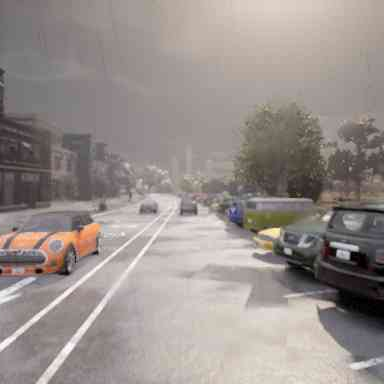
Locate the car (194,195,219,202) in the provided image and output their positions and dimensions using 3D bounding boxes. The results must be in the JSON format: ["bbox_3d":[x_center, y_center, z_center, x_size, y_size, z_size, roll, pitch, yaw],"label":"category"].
[{"bbox_3d":[3.260,1.517,75.042,5.366,1.575,1.946,1,0,-24],"label":"car"}]

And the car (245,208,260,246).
[{"bbox_3d":[4.982,1.542,12.795,5.366,1.575,1.946,1,0,-21],"label":"car"}]

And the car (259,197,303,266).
[{"bbox_3d":[5.161,1.281,9.901,5.566,2.045,2.435,1,0,-21],"label":"car"}]

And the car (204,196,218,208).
[{"bbox_3d":[4.628,1.617,39.465,5.366,1.575,1.946,1,0,-21],"label":"car"}]

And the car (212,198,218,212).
[{"bbox_3d":[4.905,1.646,33.612,4.792,1.488,2.163,1,0,-21],"label":"car"}]

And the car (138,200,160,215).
[{"bbox_3d":[-4.670,1.664,36.752,1.812,1.442,4.674,0,0,0],"label":"car"}]

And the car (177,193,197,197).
[{"bbox_3d":[-0.690,1.483,48.725,2.097,1.767,4.553,0,0,-1],"label":"car"}]

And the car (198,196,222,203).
[{"bbox_3d":[3.775,1.588,69.188,4.674,1.452,2.002,1,0,-23],"label":"car"}]

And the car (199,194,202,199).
[{"bbox_3d":[4.322,1.596,57.358,5.008,1.535,2.097,1,0,-22],"label":"car"}]

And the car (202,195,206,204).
[{"bbox_3d":[4.534,1.651,51.416,4.674,1.452,2.002,1,0,-22],"label":"car"}]

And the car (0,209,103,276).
[{"bbox_3d":[-4.370,1.408,10.552,2.097,1.767,4.553,0,0,-1],"label":"car"}]

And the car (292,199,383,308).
[{"bbox_3d":[5.246,1.267,6.974,5.566,2.045,2.435,1,-1,-21],"label":"car"}]

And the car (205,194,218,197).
[{"bbox_3d":[4.661,1.494,45.467,4.553,1.767,2.185,1,0,-21],"label":"car"}]

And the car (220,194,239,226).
[{"bbox_3d":[5.063,1.335,21.768,5.566,2.045,2.435,1,-1,-21],"label":"car"}]

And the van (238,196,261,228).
[{"bbox_3d":[5.177,1.350,18.843,4.442,1.987,1.878,1,-1,-21],"label":"van"}]

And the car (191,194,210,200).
[{"bbox_3d":[2.326,1.348,89.924,4.553,1.767,2.185,1,0,-25],"label":"car"}]

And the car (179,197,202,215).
[{"bbox_3d":[-0.355,1.628,35.982,2.128,1.511,4.902,0,0,-1],"label":"car"}]

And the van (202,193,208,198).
[{"bbox_3d":[4.546,1.380,54.436,4.442,1.987,1.878,1,0,-22],"label":"van"}]

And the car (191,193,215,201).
[{"bbox_3d":[2.850,1.239,84.024,5.566,2.045,2.435,1,0,-25],"label":"car"}]

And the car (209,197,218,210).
[{"bbox_3d":[5.016,1.619,36.629,5.366,1.575,1.946,1,0,-21],"label":"car"}]

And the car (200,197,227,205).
[{"bbox_3d":[4.067,1.615,63.293,4.674,1.452,2.002,1,0,-23],"label":"car"}]

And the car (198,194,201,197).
[{"bbox_3d":[4.381,1.585,60.396,5.366,1.575,1.946,1,0,-23],"label":"car"}]

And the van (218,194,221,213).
[{"bbox_3d":[5.024,1.387,30.685,4.442,1.987,1.878,1,0,-21],"label":"van"}]
